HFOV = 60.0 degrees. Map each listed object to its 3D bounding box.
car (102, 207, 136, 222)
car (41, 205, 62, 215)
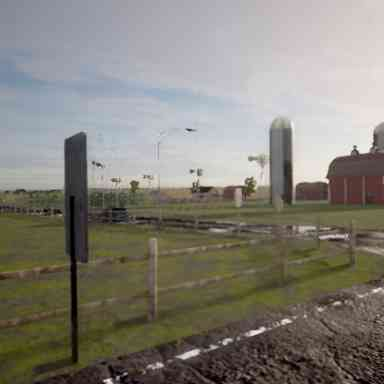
[{"bbox_3d":[-7.745,2.264,34.899,1.812,1.442,4.674,-1,0,-43],"label":"car"},{"bbox_3d":[-21.000,2.722,49.773,1.994,1.385,4.181,-1,-1,-41],"label":"car"}]
